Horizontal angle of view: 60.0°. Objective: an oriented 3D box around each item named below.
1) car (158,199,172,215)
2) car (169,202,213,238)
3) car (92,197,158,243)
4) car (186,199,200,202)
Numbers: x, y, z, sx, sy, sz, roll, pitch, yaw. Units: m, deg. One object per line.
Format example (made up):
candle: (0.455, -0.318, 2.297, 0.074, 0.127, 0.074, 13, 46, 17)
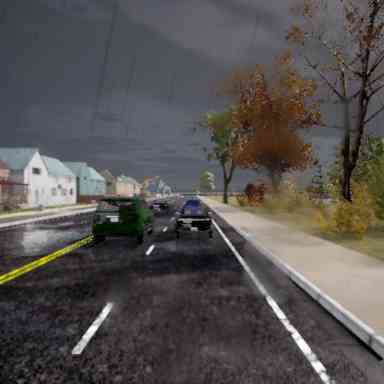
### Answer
car: (-3.143, 1.511, 34.538, 2.128, 1.511, 4.902, 0, 0, 0)
car: (0.103, 1.499, 17.888, 2.128, 1.511, 4.902, 0, 0, 0)
car: (-3.146, 1.228, 16.160, 2.150, 2.045, 5.566, 0, 0, 0)
car: (0.108, 1.499, 36.348, 1.882, 1.535, 5.008, 0, 0, 0)
